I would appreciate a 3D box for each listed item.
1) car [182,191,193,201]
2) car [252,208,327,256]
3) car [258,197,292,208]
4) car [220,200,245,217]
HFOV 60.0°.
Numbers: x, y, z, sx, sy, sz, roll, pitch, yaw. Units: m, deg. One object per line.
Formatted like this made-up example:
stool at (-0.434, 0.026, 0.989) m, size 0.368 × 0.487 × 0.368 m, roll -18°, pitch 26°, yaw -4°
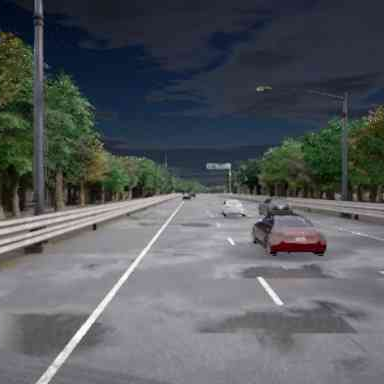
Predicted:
car at (-1.225, 1.245, 77.216) m, size 1.882 × 1.535 × 5.008 m, roll 0°, pitch 0°, yaw 0°
car at (3.599, 1.520, 13.000) m, size 1.994 × 1.385 × 4.181 m, roll 0°, pitch 0°, yaw 0°
car at (7.100, 1.254, 28.711) m, size 2.097 × 1.767 × 4.553 m, roll 0°, pitch 0°, yaw 0°
car at (3.600, 1.424, 30.020) m, size 1.812 × 1.442 × 4.674 m, roll 0°, pitch 0°, yaw 0°
